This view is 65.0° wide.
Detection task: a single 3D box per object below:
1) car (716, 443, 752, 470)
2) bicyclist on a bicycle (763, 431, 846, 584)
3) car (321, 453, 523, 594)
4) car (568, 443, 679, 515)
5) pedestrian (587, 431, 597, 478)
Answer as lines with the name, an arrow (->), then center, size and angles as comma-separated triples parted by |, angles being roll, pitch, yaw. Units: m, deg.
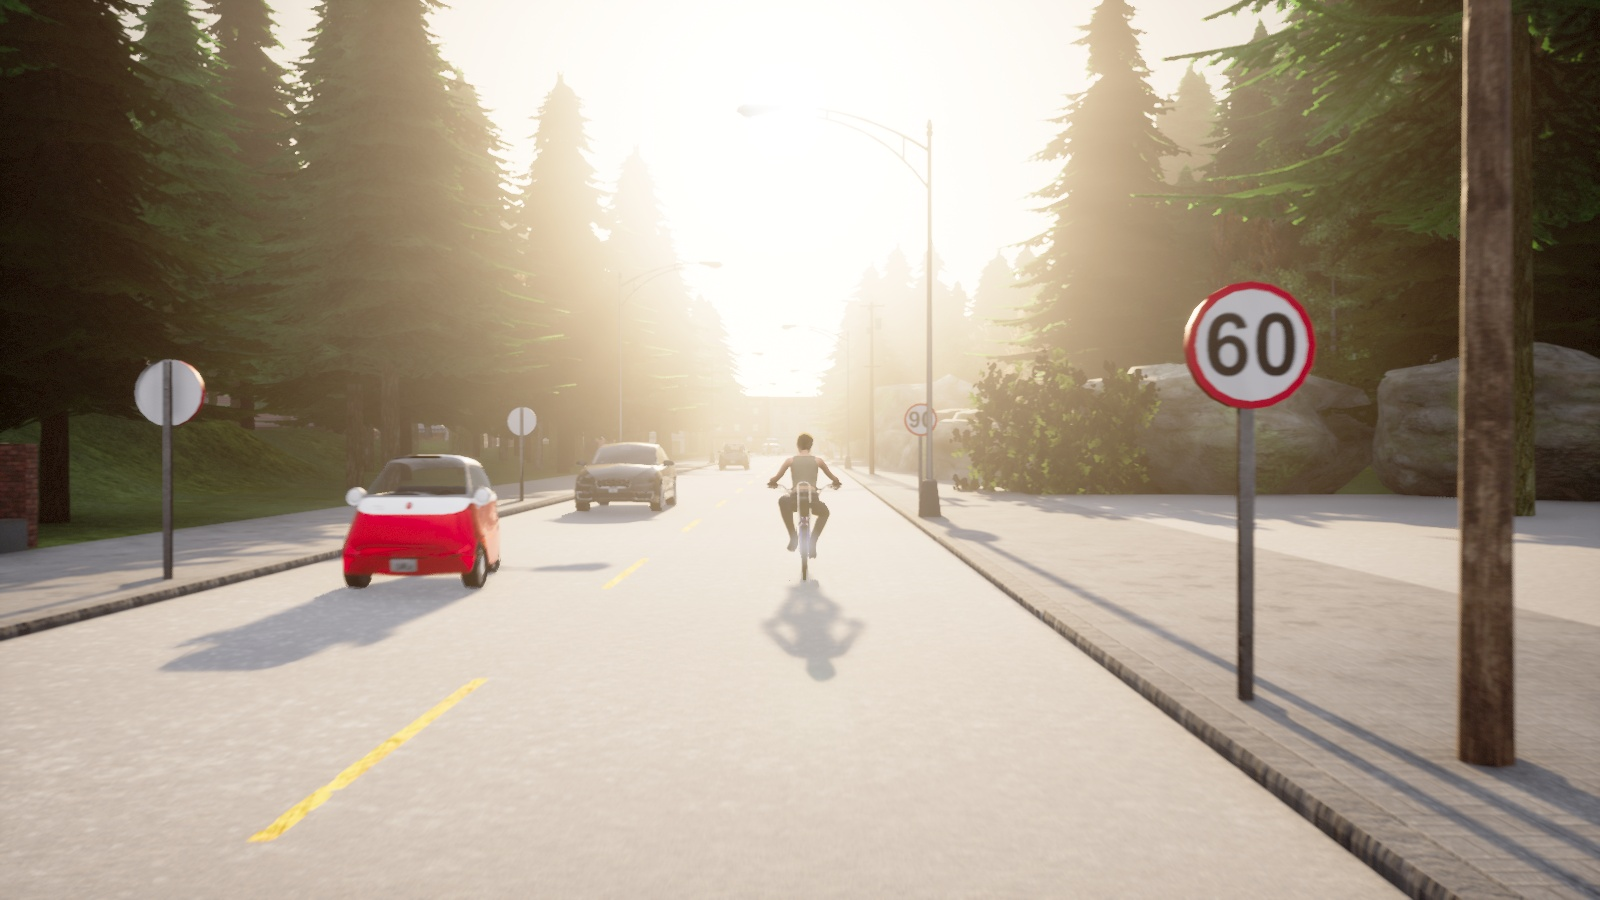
car -> -3.712, 0.357, 71.043 | 1.845, 1.501, 3.633 | 0, 0, 0
bicyclist on a bicycle -> 0.054, 0.604, 14.018 | 0.866, 1.612, 1.509 | 0, 0, 0
car -> -3.944, 0.722, 13.402 | 1.481, 1.376, 2.207 | 0, 0, 0
car -> -3.896, 0.588, 28.492 | 1.837, 1.490, 4.892 | 0, 0, 0
pedestrian -> -8.149, 0.172, 49.256 | 0.370, 1.835, 0.726 | 0, 0, -9
